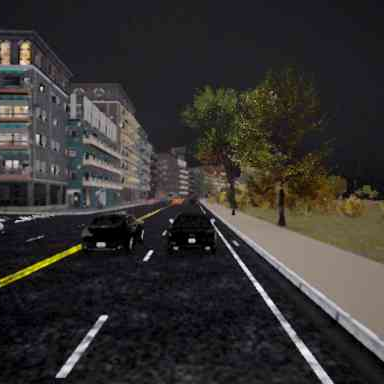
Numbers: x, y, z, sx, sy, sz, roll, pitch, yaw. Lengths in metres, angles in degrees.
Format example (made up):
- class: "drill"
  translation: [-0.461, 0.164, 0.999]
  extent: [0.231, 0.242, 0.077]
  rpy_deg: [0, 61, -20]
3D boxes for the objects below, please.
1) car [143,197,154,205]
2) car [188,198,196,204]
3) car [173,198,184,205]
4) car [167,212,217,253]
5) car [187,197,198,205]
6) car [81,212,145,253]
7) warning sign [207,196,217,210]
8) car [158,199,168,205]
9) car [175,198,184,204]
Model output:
- class: "car"
  translation: [-9.750, 2.065, 74.828]
  extent: [2.097, 1.767, 4.553]
  rpy_deg: [0, -1, 0]
- class: "car"
  translation: [0.001, 2.314, 87.713]
  extent: [1.994, 1.385, 4.181]
  rpy_deg: [0, -1, 0]
- class: "car"
  translation: [-3.249, 2.075, 76.429]
  extent: [2.097, 1.767, 4.553]
  rpy_deg: [0, -1, 0]
- class: "car"
  translation: [0.007, 1.615, 14.475]
  extent: [1.882, 1.535, 5.008]
  rpy_deg: [0, 0, 0]
- class: "car"
  translation: [0.002, 2.220, 76.458]
  extent: [1.837, 1.490, 4.892]
  rpy_deg: [0, -1, 0]
- class: "car"
  translation: [-3.245, 1.644, 14.306]
  extent: [1.837, 1.490, 4.892]
  rpy_deg: [0, 0, 0]
- class: "warning sign"
  translation: [2.842, 1.568, 47.652]
  extent: [1.300, 1.860, 1.060]
  rpy_deg: [-1, -1, 0]
- class: "car"
  translation: [-6.500, 2.249, 74.797]
  extent: [2.033, 1.411, 5.357]
  rpy_deg: [0, -1, 0]
- class: "car"
  translation: [-3.249, 2.286, 87.713]
  extent: [2.128, 1.511, 4.902]
  rpy_deg: [0, -1, 0]
